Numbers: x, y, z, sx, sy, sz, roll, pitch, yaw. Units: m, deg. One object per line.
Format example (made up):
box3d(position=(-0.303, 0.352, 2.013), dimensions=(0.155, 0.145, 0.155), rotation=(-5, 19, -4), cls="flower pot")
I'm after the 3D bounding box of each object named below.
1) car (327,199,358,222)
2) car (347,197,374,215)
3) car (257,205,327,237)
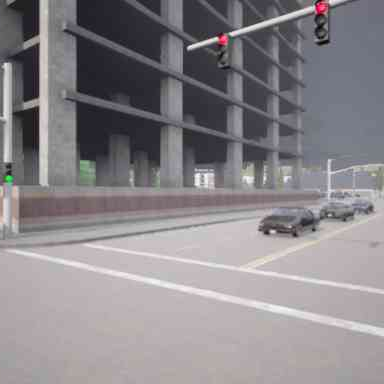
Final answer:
box3d(position=(11.416, 1.552, 26.292), dimensions=(1.994, 1.385, 4.181), rotation=(0, 0, 37), cls="car")
box3d(position=(17.723, 1.536, 34.831), dimensions=(2.033, 1.411, 5.357), rotation=(0, 0, 36), cls="car")
box3d(position=(5.488, 1.535, 18.276), dimensions=(2.033, 1.411, 5.357), rotation=(0, 0, 36), cls="car")
